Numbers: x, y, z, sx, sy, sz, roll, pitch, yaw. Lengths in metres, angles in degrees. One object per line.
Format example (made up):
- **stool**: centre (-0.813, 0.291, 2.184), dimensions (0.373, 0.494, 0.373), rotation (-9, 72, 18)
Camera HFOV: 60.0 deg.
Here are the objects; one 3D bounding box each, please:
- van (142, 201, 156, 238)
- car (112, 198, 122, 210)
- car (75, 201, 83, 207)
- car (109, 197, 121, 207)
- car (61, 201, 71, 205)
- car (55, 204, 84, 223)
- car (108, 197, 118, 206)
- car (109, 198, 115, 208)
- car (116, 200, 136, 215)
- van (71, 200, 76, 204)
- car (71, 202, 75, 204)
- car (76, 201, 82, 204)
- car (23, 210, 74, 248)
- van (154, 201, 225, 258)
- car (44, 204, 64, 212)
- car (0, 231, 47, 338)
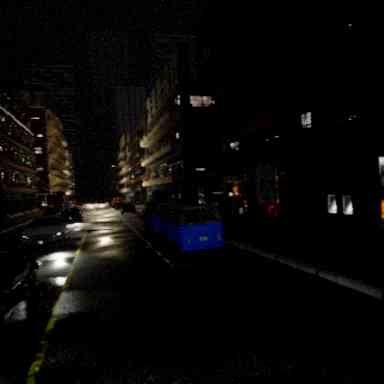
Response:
- **van**: centre (-1.636, 1.405, 18.130), dimensions (1.690, 1.788, 3.998), rotation (-4, 0, -16)
- **car**: centre (-10.693, 2.065, 50.670), dimensions (1.752, 1.417, 4.829), rotation (-4, 0, -16)
- **car**: centre (-29.237, 3.153, 86.052), dimensions (1.802, 1.307, 4.206), rotation (-4, 0, -16)
- **car**: centre (-16.679, 2.170, 72.089), dimensions (2.192, 1.841, 5.009), rotation (-4, 0, -16)
- **car**: centre (-17.183, 2.374, 42.894), dimensions (1.967, 1.590, 4.097), rotation (-4, 0, -16)
- **car**: centre (-11.185, 2.166, 31.025), dimensions (1.994, 1.385, 4.181), rotation (-3, 0, -15)
- **car**: centre (-19.686, 2.330, 82.880), dimensions (2.192, 1.841, 5.009), rotation (-4, 0, -16)
- **car**: centre (-13.671, 2.012, 61.297), dimensions (2.192, 1.841, 5.009), rotation (-4, 0, -16)
- **car**: centre (-7.635, 1.961, 39.715), dimensions (1.802, 1.307, 4.206), rotation (-4, 0, -16)
- **van**: centre (-20.198, 2.434, 53.685), dimensions (1.690, 1.788, 3.998), rotation (-4, 0, -16)
- **car**: centre (-18.679, 2.564, 48.290), dimensions (2.008, 1.369, 4.403), rotation (-4, 0, -16)
- **car**: centre (-23.230, 2.568, 64.470), dimensions (2.192, 1.841, 5.009), rotation (-4, 0, -16)
- **car**: centre (-7.156, 1.916, 16.552), dimensions (1.812, 1.442, 4.674), rotation (-3, 0, -16)
- **van**: centre (-0.132, 1.326, 12.734), dimensions (1.690, 1.788, 3.998), rotation (-4, 0, -16)
- **car**: centre (-15.669, 2.437, 37.499), dimensions (1.802, 1.307, 4.206), rotation (-4, 0, -16)
- **car**: centre (-4.461, 1.850, 6.823), dimensions (1.895, 1.301, 4.718), rotation (-3, 0, -16)
